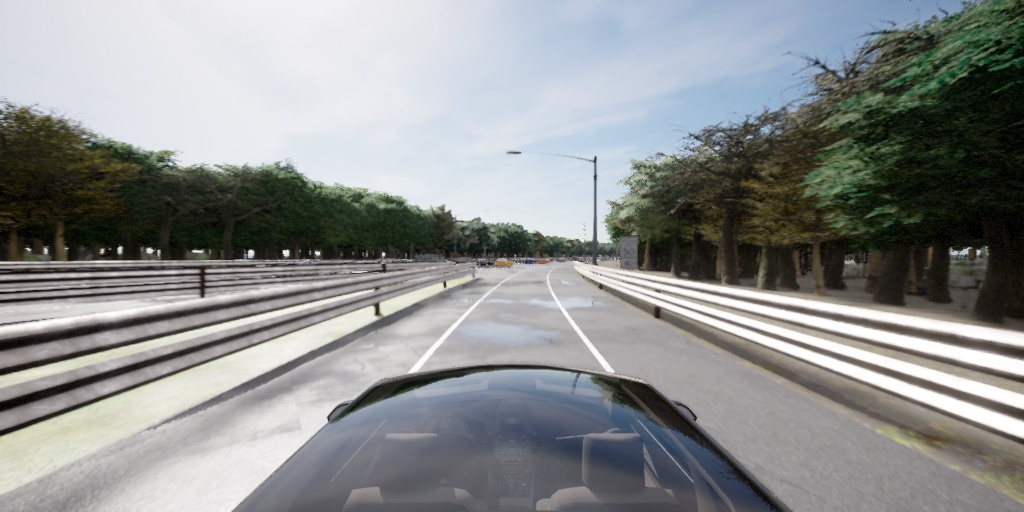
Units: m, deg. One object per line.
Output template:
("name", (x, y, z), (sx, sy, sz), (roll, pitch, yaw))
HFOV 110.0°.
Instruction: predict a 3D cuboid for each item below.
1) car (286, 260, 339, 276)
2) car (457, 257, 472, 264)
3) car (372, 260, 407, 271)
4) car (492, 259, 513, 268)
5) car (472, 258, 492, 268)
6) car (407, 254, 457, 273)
("car", (-18.094, 1.061, 32.665), (2.128, 1.511, 4.902), (0, 0, 19))
("car", (-7.907, 1.037, 62.886), (2.097, 1.767, 4.553), (0, 0, 19))
("car", (-12.543, 1.160, 38.174), (2.033, 1.411, 5.357), (0, 0, 19))
("car", (-1.240, 1.200, 60.758), (1.882, 1.535, 5.008), (0, 0, 19))
("car", (-4.576, 1.184, 61.826), (1.882, 1.535, 5.008), (0, 0, 19))
("car", (-8.574, 0.858, 38.993), (2.150, 2.045, 5.566), (0, 0, 19))
